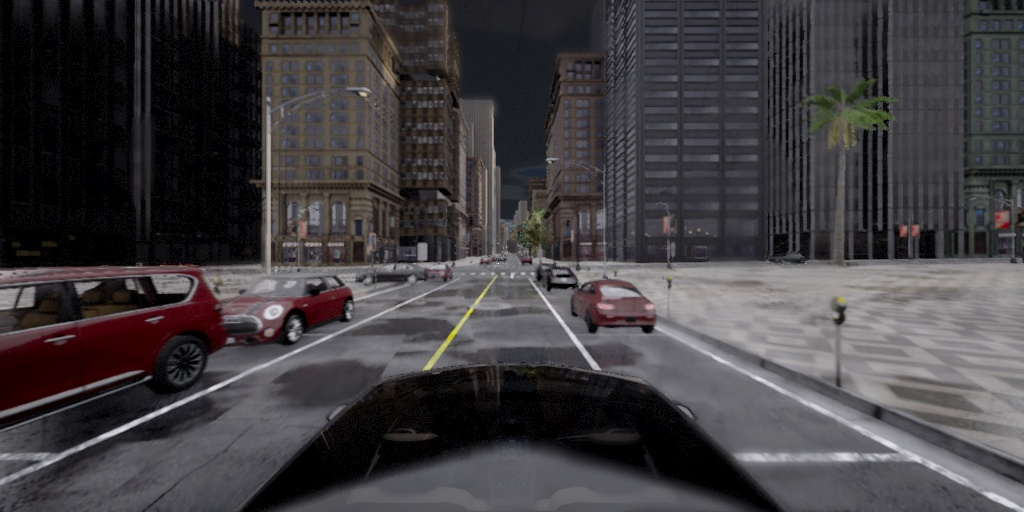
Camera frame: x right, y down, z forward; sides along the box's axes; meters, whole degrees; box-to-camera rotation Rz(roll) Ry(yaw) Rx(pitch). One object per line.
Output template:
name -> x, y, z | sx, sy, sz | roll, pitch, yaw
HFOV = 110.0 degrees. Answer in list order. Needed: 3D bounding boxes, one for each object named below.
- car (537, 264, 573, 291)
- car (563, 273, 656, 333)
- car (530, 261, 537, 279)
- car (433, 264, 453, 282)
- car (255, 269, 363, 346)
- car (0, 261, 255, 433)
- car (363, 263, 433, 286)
car -> 2.763, 1.290, 21.213 | 1.948, 1.339, 4.313 | 0, 0, 0
car -> 2.762, 1.326, 10.410 | 1.802, 1.307, 4.207 | 0, 0, 0
car -> 2.763, 1.270, 28.578 | 1.948, 1.339, 4.313 | 0, 0, 0
car -> -5.762, 1.286, 28.584 | 1.802, 1.307, 4.207 | 0, 0, 0
car -> -5.763, 1.184, 9.254 | 1.967, 1.591, 4.097 | 0, 0, 0
car -> -5.763, 1.064, 3.952 | 2.192, 1.841, 5.009 | 0, 0, 0
car -> -7.491, 1.108, 22.665 | 4.403, 1.370, 2.007 | 0, 0, -9
